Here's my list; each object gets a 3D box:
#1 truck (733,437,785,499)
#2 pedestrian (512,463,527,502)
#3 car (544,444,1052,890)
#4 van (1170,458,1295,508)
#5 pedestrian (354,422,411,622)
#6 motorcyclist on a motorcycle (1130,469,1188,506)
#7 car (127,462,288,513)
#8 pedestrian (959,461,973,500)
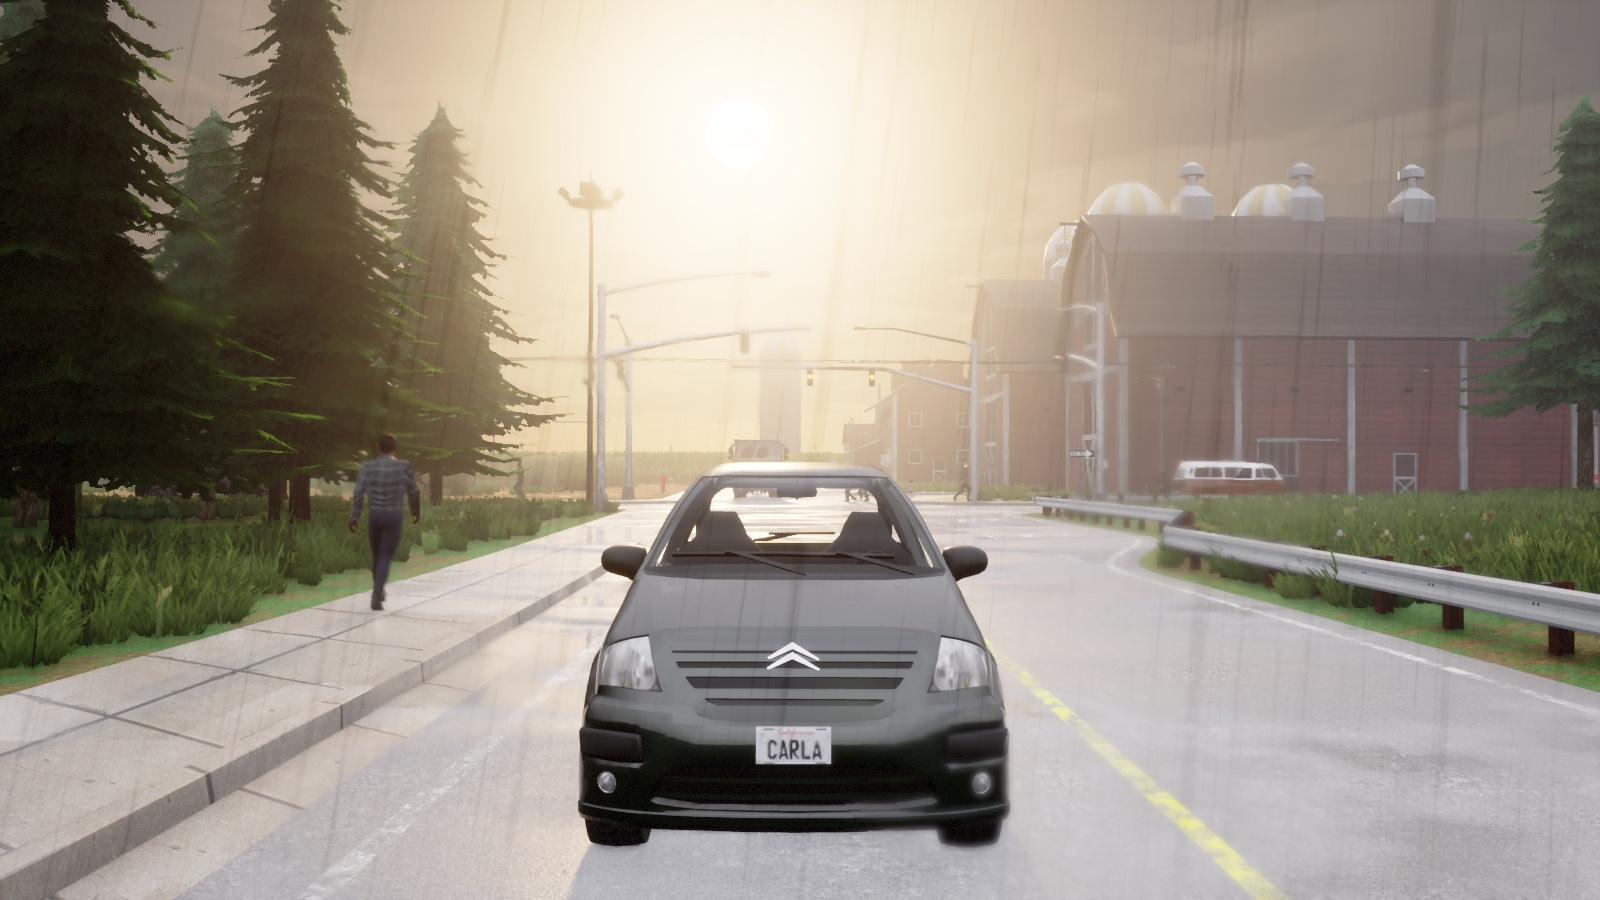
[{"bbox_3d":[-2.453,1.075,73.816,2.891,3.462,7.936,0,-1,-2],"label":"truck"},{"bbox_3d":[-13.307,1.540,59.574,0.614,1.847,0.353,0,-1,11],"label":"pedestrian"},{"bbox_3d":[-0.021,0.823,6.581,1.851,1.617,3.988,0,-1,0],"label":"car"},{"bbox_3d":[17.975,1.370,52.368,4.480,2.038,2.069,0,-1,-1],"label":"van"},{"bbox_3d":[-4.196,0.705,12.645,0.423,1.949,0.788,0,-1,-9],"label":"pedestrian"},{"bbox_3d":[15.962,1.663,55.810,2.350,1.649,0.766,0,-1,-1],"label":"motorcyclist on a motorcycle"},{"bbox_3d":[-24.170,1.518,51.378,5.566,2.045,2.150,0,-1,-1],"label":"car"},{"bbox_3d":[7.923,1.459,59.961,0.634,1.846,0.331,0,-1,1],"label":"pedestrian"}]
